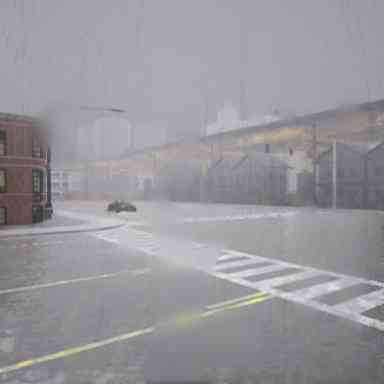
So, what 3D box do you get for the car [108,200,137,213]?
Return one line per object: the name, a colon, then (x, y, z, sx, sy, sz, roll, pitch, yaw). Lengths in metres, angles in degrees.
car: (-7.532, 1.511, 35.787, 1.994, 1.385, 4.181, 0, 0, -33)
